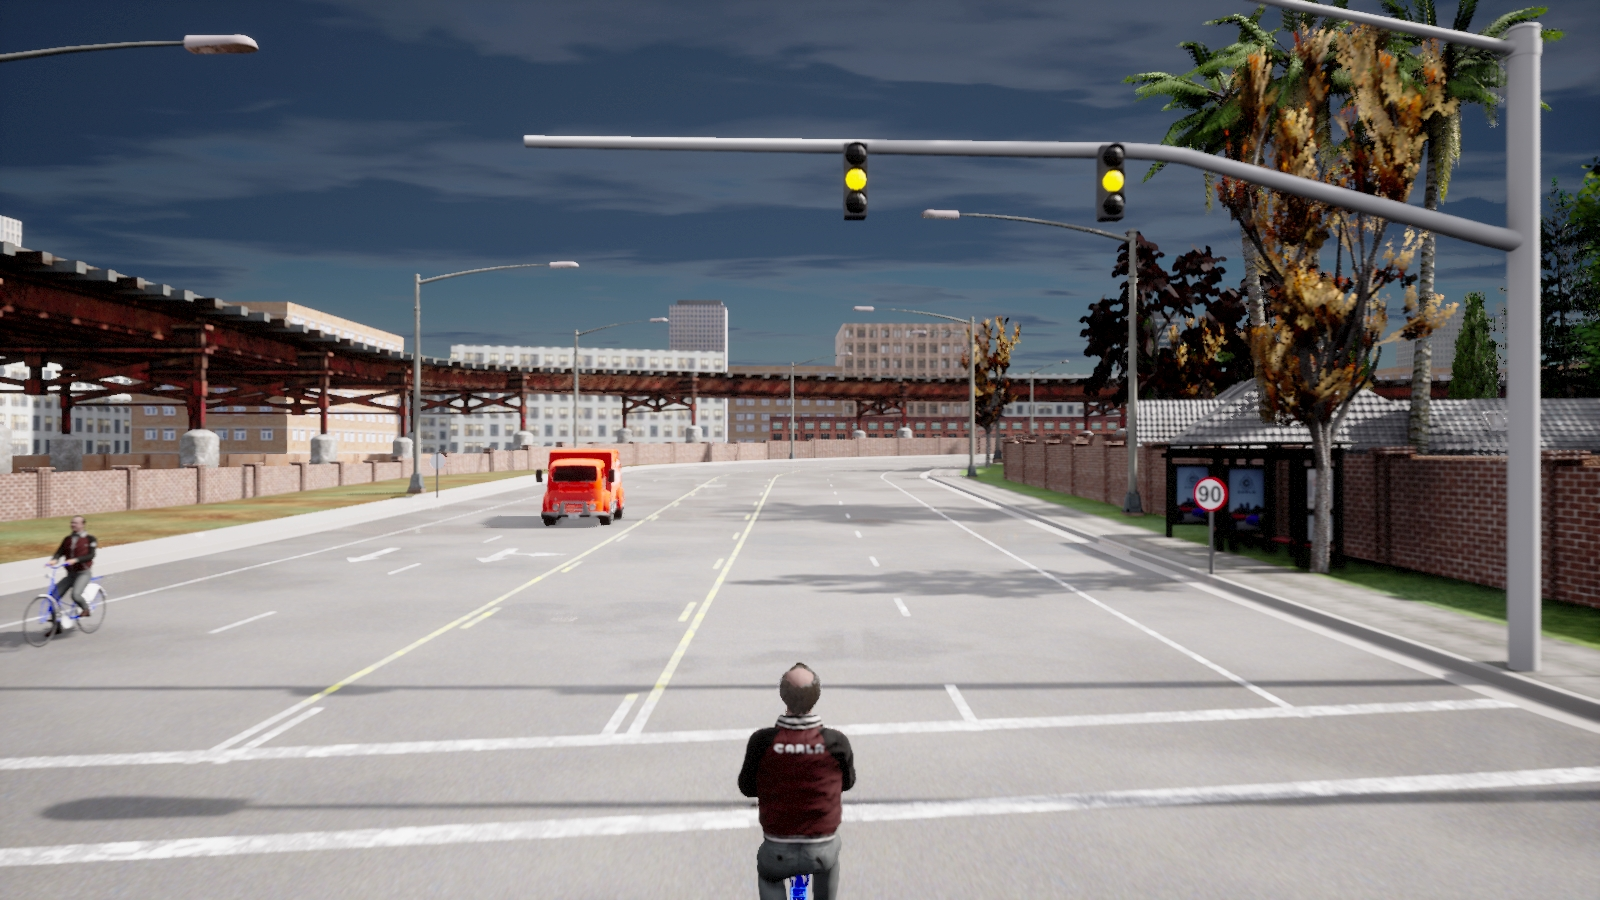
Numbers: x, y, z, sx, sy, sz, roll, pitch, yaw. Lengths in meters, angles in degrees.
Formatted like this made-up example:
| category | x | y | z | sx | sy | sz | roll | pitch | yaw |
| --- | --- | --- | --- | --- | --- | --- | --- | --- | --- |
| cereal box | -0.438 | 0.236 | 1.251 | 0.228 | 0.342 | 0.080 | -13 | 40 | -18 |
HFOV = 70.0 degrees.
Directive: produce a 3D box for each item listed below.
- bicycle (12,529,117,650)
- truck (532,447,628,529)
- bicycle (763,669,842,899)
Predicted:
| category | x | y | z | sx | sy | sz | roll | pitch | yaw |
| --- | --- | --- | --- | --- | --- | --- | --- | --- | --- |
| bicycle | -10.489 | 1.953 | 16.363 | 0.329 | 1.496 | 1.835 | 0 | 0 | 0 |
| truck | -7.344 | 1.190 | 38.692 | 2.627 | 2.467 | 5.204 | 0 | 1 | -4 |
| bicycle | 0.014 | 2.021 | 5.709 | 0.329 | 1.496 | 1.835 | 0 | 0 | 0 |
